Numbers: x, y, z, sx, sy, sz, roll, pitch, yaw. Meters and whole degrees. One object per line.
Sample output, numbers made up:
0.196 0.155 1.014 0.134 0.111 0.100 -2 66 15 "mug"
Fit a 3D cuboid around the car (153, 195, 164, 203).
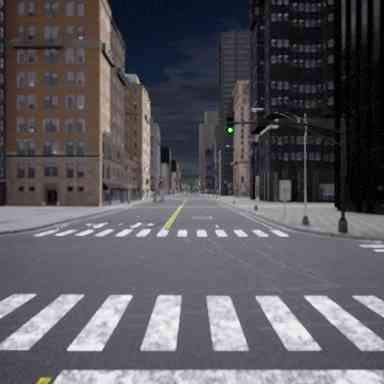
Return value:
-6.524 1.421 65.326 2.128 1.511 4.902 0 0 0 "car"
